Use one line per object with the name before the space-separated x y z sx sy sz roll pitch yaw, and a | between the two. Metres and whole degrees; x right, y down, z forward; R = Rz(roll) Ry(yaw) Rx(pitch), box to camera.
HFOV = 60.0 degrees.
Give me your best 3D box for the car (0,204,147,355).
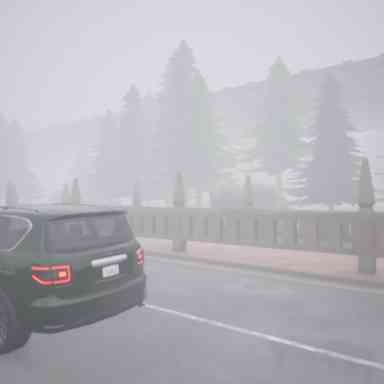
car | -3.363 1.255 6.394 5.566 2.045 2.150 0 0 36
